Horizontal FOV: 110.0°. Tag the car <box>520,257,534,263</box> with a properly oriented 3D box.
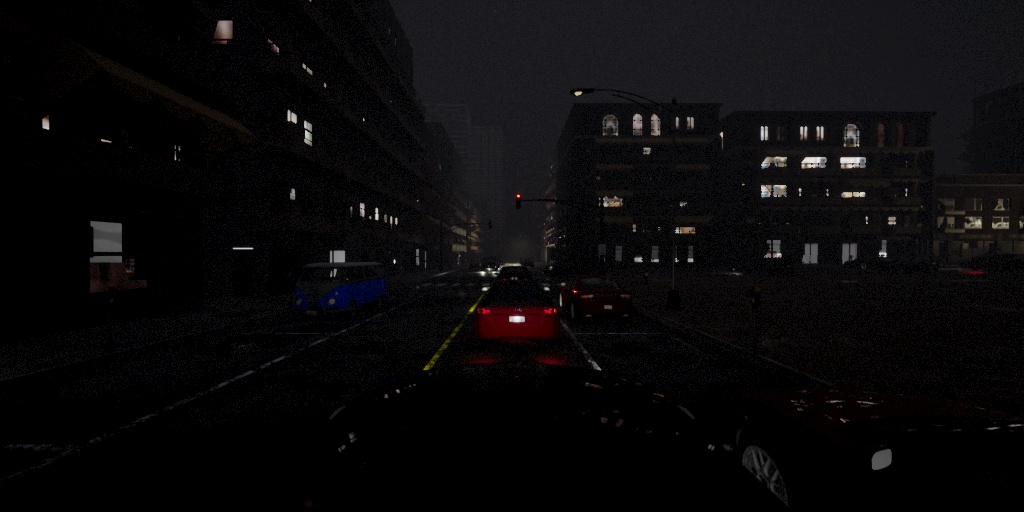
[{"bbox_3d":[2.737,1.212,61.253,1.967,1.591,4.097,0,0,0],"label":"car"}]

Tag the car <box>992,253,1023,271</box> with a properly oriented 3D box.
[{"bbox_3d":[43.637,0.629,29.826,4.403,1.370,2.007,0,0,-1],"label":"car"}]

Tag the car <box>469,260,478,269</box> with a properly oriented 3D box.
[{"bbox_3d":[-5.648,1.318,55.738,2.007,1.370,4.403,0,0,0],"label":"car"}]

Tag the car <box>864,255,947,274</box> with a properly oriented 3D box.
[{"bbox_3d":[32.499,0.803,29.679,4.403,1.370,2.007,0,0,-1],"label":"car"}]

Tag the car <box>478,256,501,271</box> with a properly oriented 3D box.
[{"bbox_3d":[-3.048,0.984,49.743,2.150,2.045,5.566,0,0,0],"label":"car"}]

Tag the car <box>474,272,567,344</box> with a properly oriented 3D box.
[{"bbox_3d":[0.107,1.314,9.645,1.994,1.385,4.181,0,0,0],"label":"car"}]

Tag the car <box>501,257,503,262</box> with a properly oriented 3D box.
[{"bbox_3d":[-3.022,1.298,61.431,1.812,1.442,4.674,0,0,1],"label":"car"}]

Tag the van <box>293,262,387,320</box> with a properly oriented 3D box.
[{"bbox_3d":[-5.684,1.091,12.262,1.690,1.789,3.998,0,0,0],"label":"van"}]

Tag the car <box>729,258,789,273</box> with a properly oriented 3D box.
[{"bbox_3d":[24.495,0.878,35.359,5.357,1.411,2.033,-1,0,-1],"label":"car"}]

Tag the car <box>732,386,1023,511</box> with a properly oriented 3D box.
[{"bbox_3d":[2.688,1.295,1.203,1.888,1.381,4.507,0,0,0],"label":"car"}]

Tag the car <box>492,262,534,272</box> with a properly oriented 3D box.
[{"bbox_3d":[0.113,1.256,18.517,1.837,1.490,4.892,0,0,0],"label":"car"}]

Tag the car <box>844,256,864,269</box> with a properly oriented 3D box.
[{"bbox_3d":[37.957,0.664,38.132,4.313,1.339,1.948,0,0,-1],"label":"car"}]

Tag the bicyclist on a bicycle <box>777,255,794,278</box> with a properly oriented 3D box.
[{"bbox_3d":[20.264,0.770,26.562,0.582,1.620,1.656,-1,0,-1],"label":"bicyclist on a bicycle"}]

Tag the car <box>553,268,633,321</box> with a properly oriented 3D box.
[{"bbox_3d":[2.697,1.295,12.255,1.888,1.381,4.507,0,0,0],"label":"car"}]

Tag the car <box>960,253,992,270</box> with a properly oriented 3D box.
[{"bbox_3d":[44.419,0.549,32.476,4.892,1.490,1.837,-1,0,0],"label":"car"}]

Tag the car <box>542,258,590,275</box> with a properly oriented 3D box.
[{"bbox_3d":[5.135,1.064,34.043,4.553,1.767,2.097,-2,1,-14],"label":"car"}]
